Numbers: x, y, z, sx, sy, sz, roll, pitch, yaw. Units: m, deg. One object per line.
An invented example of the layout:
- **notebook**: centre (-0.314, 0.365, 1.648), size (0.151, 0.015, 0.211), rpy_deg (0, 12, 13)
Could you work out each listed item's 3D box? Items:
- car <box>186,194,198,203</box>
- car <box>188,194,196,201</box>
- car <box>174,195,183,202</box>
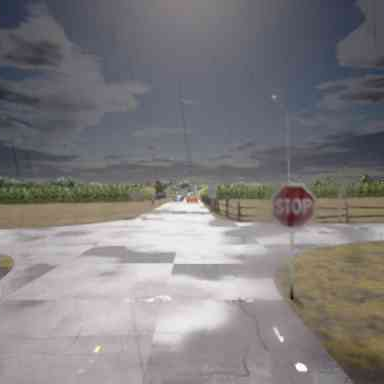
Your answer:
- **car**: centre (0.008, 1.162, 63.429), size (2.097, 1.767, 4.553), rpy_deg (0, 0, 0)
- **car**: centre (0.009, 1.155, 73.466), size (1.837, 1.490, 4.892), rpy_deg (0, 0, 0)
- **car**: centre (-2.742, 1.343, 67.632), size (2.128, 1.511, 4.902), rpy_deg (0, 0, 0)
